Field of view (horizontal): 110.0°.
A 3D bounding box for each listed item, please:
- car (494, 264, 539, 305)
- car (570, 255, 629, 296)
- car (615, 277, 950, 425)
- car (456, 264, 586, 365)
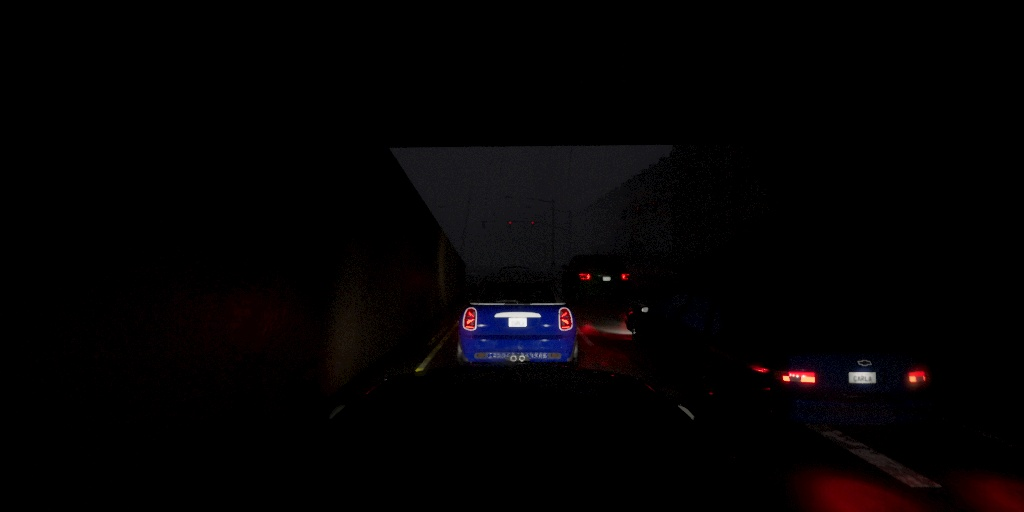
[{"bbox_3d":[0.131,1.228,17.251,1.882,1.535,5.008,0,0,-1],"label":"car"},{"bbox_3d":[3.644,0.971,16.444,2.150,2.045,5.566,0,0,0],"label":"car"},{"bbox_3d":[3.610,1.297,6.197,2.033,1.411,5.357,0,0,0],"label":"car"},{"bbox_3d":[0.107,1.102,7.968,2.097,1.767,4.553,0,0,0],"label":"car"}]
